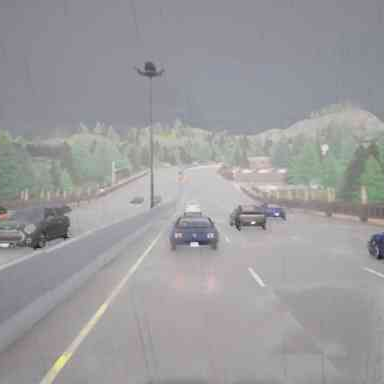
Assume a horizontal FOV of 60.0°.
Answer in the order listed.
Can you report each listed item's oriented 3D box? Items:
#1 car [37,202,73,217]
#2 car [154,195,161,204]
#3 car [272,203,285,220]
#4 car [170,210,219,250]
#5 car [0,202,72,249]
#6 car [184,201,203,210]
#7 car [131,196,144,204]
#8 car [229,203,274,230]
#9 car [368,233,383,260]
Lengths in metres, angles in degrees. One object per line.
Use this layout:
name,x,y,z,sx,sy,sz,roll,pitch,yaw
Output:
car,-14.095,1.757,34.498,1.994,1.385,4.181,0,0,0
car,-7.011,1.403,64.884,2.128,1.511,4.902,0,3,-2
car,7.089,1.696,30.031,1.812,1.442,4.674,0,0,0
car,0.094,1.690,14.709,1.895,1.301,4.718,0,0,0
car,-7.100,1.441,14.871,2.097,1.767,4.553,0,0,0
car,0.087,1.729,36.372,1.812,1.442,4.674,0,0,0
car,-10.507,1.498,64.494,1.994,1.385,4.181,0,3,-2
car,3.592,1.618,21.947,2.128,1.511,4.902,0,0,0
car,7.096,1.588,9.753,1.812,1.442,4.674,0,0,0
